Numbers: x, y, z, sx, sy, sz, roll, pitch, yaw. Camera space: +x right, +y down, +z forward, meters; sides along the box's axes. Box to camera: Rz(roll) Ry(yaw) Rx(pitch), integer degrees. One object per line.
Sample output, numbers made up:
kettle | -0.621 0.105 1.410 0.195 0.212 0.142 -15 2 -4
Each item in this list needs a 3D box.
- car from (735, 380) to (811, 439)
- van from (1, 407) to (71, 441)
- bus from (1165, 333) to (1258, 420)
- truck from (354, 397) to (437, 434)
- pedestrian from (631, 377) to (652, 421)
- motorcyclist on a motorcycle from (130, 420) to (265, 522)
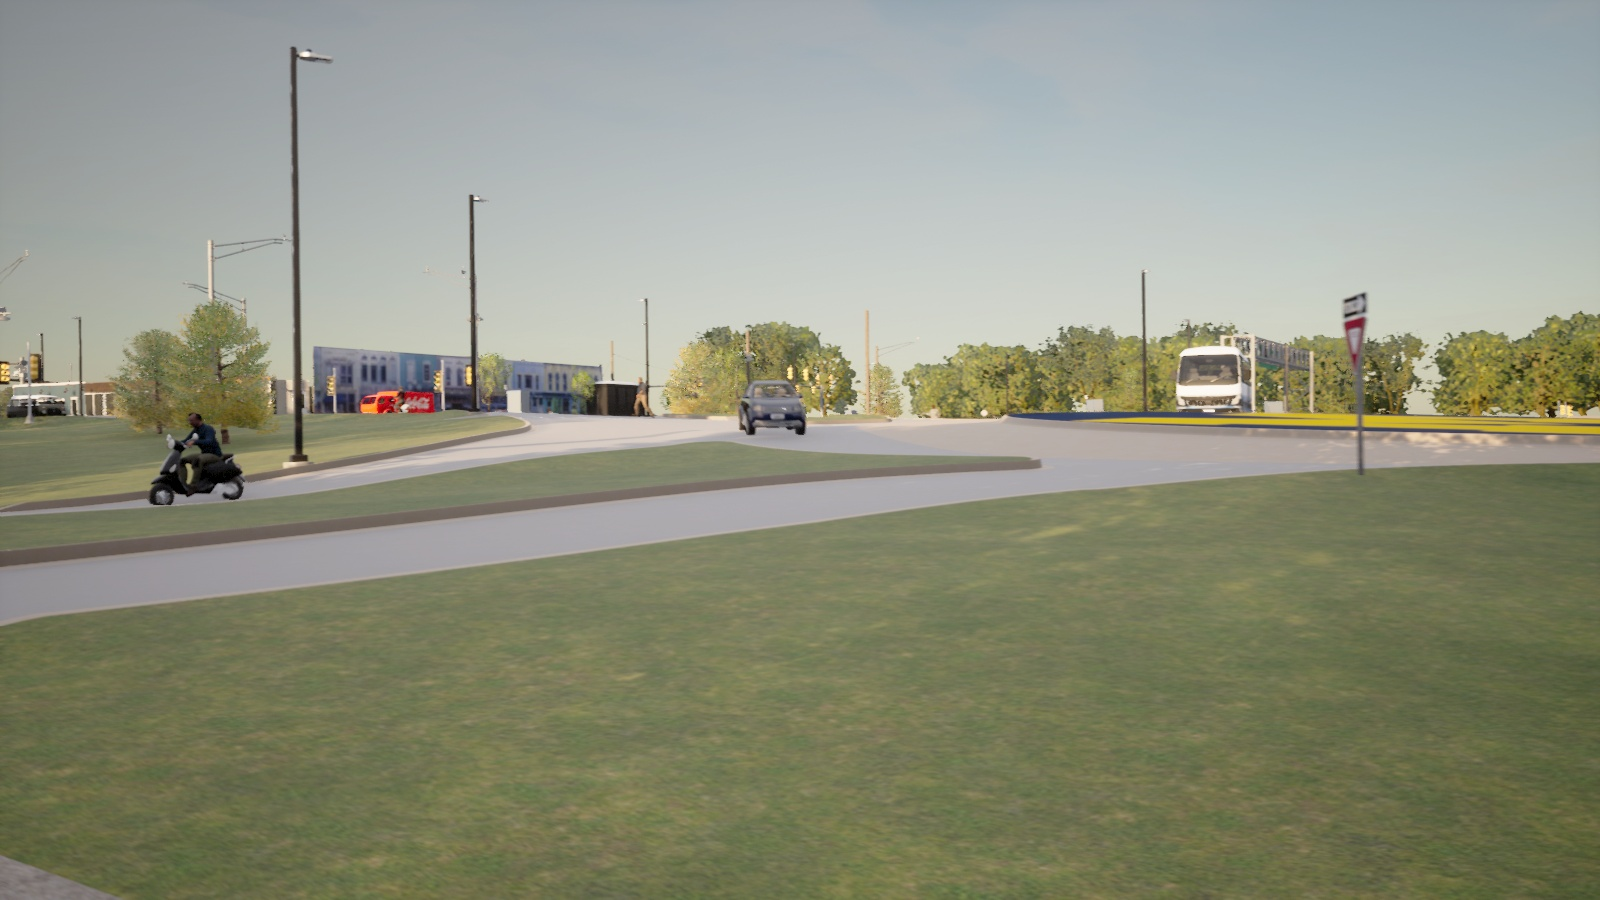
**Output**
car | -0.849 -1.250 37.159 1.789 1.549 3.705 -2 4 -8
van | -49.654 -1.662 81.632 4.480 2.038 2.069 -2 0 32
bus | 22.947 -3.896 69.568 3.944 4.253 10.273 -1 0 23
truck | -29.344 -2.469 91.150 2.627 2.467 5.204 -2 0 32
pedestrian | -6.778 -2.162 53.620 0.694 1.848 0.540 -2 0 -30
motorcyclist on a motorcycle | -10.346 0.338 21.631 0.866 1.590 1.817 -2 3 31
